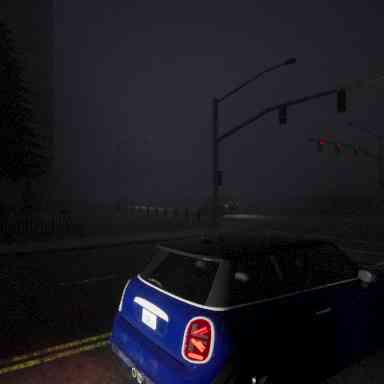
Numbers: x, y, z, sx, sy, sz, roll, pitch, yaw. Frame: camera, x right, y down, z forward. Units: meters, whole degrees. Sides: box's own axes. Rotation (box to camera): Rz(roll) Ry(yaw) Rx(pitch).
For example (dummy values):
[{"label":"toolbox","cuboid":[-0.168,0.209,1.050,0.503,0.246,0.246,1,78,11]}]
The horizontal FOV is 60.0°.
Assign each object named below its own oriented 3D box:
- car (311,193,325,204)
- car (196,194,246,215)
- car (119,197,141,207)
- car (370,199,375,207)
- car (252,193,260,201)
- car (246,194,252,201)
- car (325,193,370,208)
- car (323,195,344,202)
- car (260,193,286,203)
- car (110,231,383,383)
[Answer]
[{"label":"car","cuboid":[29.203,1.153,72.551,1.932,1.855,4.605,0,0,-36]},{"label":"car","cuboid":[2.885,1.352,34.260,2.097,1.767,4.553,0,0,-36]},{"label":"car","cuboid":[-9.717,1.491,51.859,2.128,1.511,4.902,0,0,-35]},{"label":"car","cuboid":[23.422,1.156,46.878,1.905,1.878,3.866,0,0,-36]},{"label":"car","cuboid":[13.787,1.364,80.000,1.784,1.438,3.905,0,0,-36]},{"label":"car","cuboid":[11.429,1.395,78.321,1.970,1.475,3.806,0,0,-36]},{"label":"car","cuboid":[21.034,1.153,45.243,1.932,1.855,4.605,0,0,-36]},{"label":"car","cuboid":[31.599,1.364,74.179,1.784,1.438,3.905,0,0,-36]},{"label":"car","cuboid":[15.492,1.395,62.674,1.970,1.475,3.806,0,0,-36]},{"label":"car","cuboid":[1.288,1.352,4.718,4.553,1.767,2.097,0,0,-35]}]
